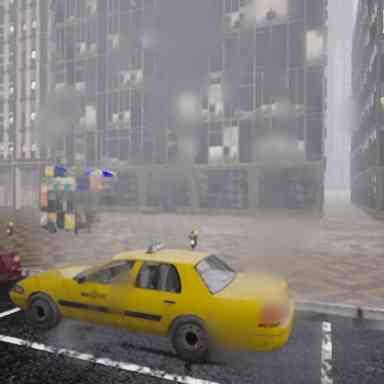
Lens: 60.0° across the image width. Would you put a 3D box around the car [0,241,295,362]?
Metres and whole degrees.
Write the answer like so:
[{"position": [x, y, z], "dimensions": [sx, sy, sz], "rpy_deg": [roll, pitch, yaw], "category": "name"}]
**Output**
[{"position": [-0.832, 1.530, 5.570], "dimensions": [4.829, 1.417, 1.752], "rpy_deg": [0, 0, 22], "category": "car"}]
